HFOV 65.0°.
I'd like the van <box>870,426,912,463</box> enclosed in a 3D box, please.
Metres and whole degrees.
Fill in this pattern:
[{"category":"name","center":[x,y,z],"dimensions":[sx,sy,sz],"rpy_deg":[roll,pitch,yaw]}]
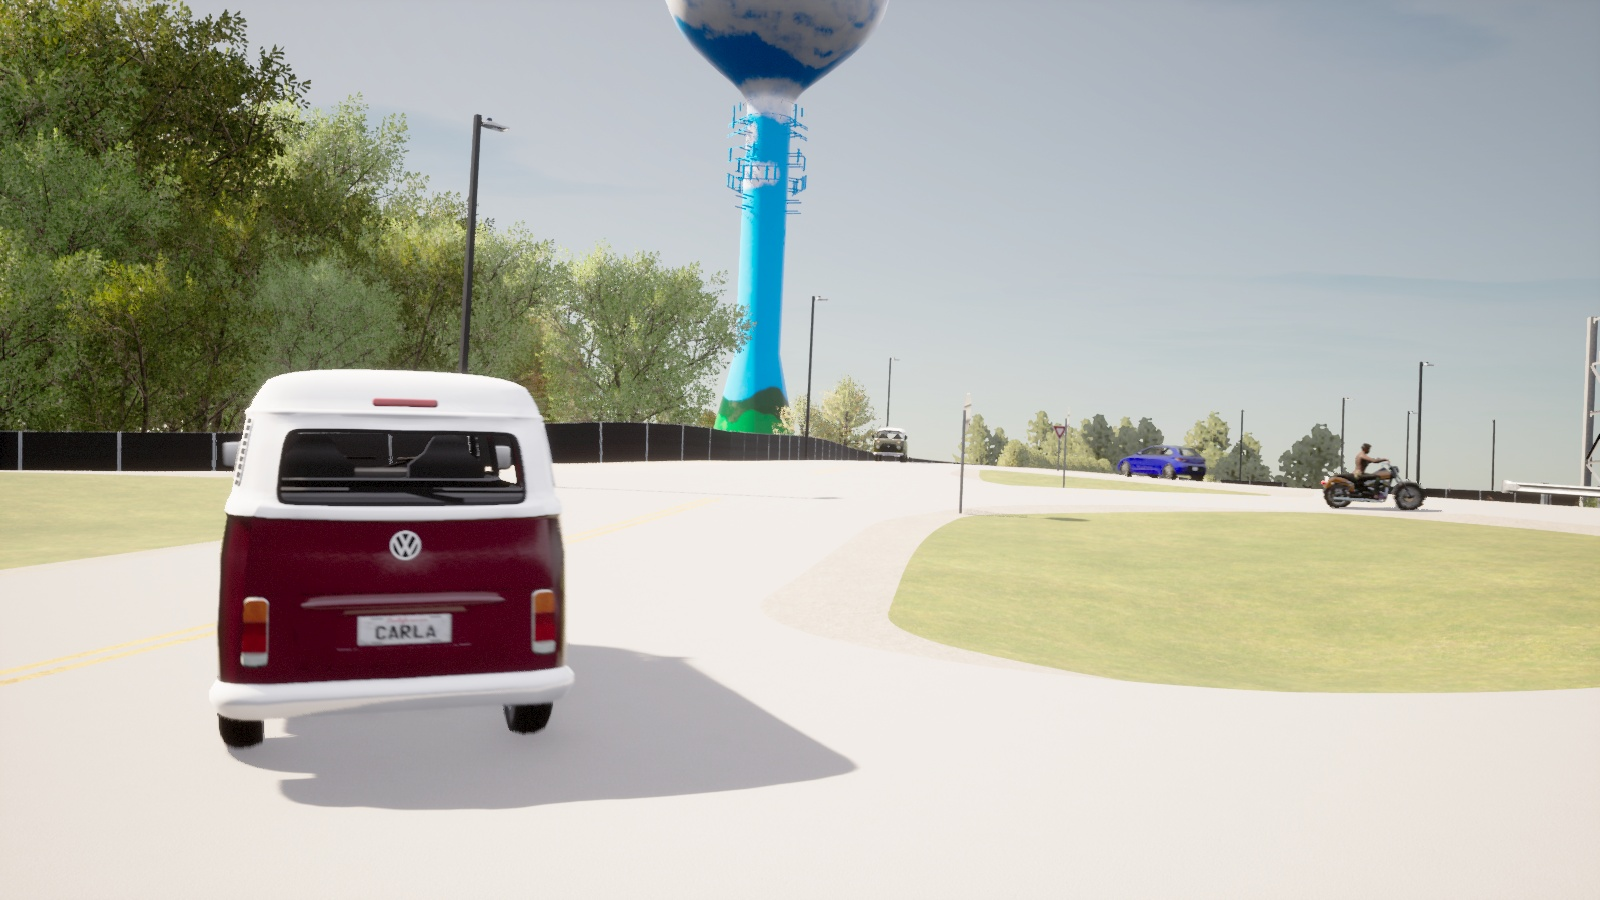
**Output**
[{"category":"van","center":[5.407,-0.320,74.417],"dimensions":[2.069,2.038,4.480],"rpy_deg":[2,0,8]}]

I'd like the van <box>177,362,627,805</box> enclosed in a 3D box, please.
[{"category":"van","center":[-2.677,0.562,8.214],"dimensions":[2.069,2.038,4.480],"rpy_deg":[1,1,-21]}]

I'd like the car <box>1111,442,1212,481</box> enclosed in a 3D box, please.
[{"category":"car","center":[15.603,0.465,54.366],"dimensions":[1.816,1.474,4.193],"rpy_deg":[3,0,-26]}]

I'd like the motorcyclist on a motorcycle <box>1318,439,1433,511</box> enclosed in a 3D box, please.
[{"category":"motorcyclist on a motorcycle","center":[13.881,0.590,30.323],"dimensions":[2.350,1.649,0.766],"rpy_deg":[2,1,8]}]
